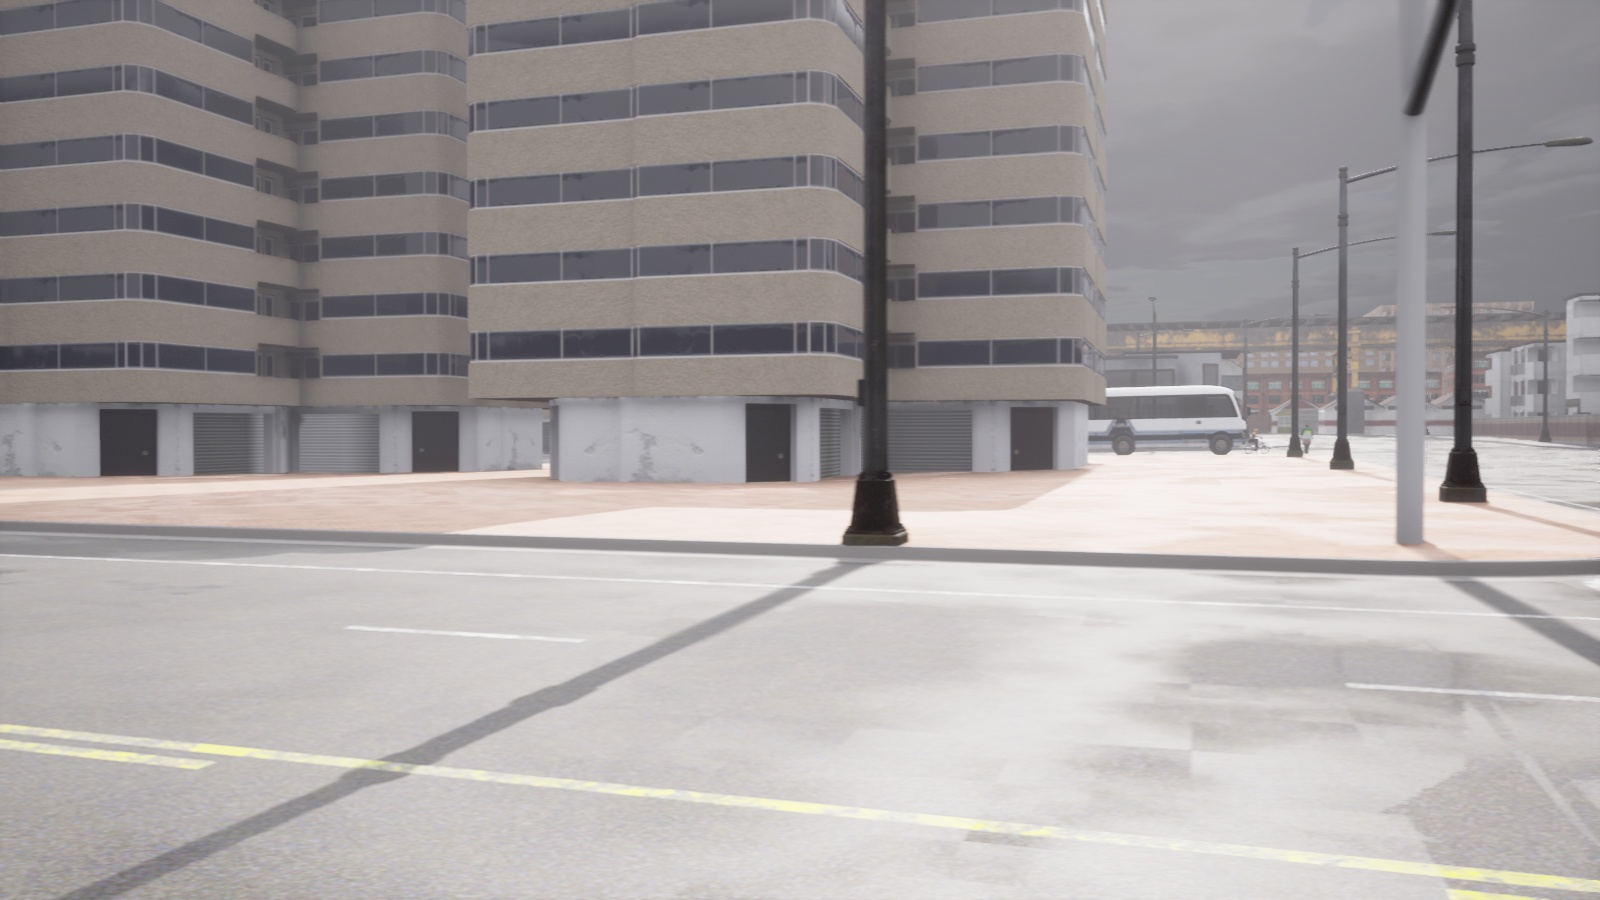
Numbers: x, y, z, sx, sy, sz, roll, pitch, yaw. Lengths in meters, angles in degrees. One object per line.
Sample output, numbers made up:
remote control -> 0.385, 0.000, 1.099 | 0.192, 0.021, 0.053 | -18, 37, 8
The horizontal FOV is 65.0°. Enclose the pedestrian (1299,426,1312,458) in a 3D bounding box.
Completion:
pedestrian -> 30.974, -0.496, 76.891 | 0.659, 1.952, 0.873 | 1, 1, 18

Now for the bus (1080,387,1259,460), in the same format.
bus -> 22.572, -1.596, 77.011 | 10.273, 4.253, 3.944 | 0, 1, 17
